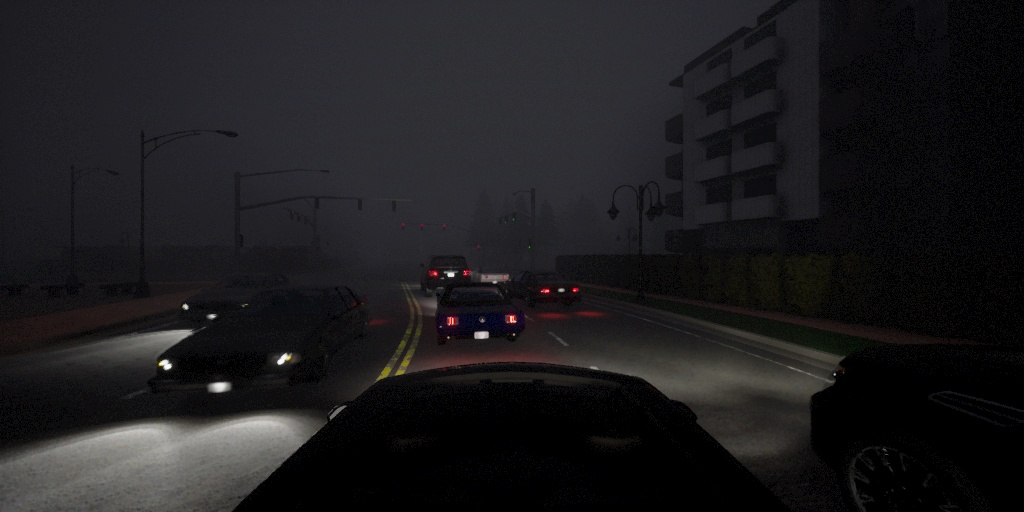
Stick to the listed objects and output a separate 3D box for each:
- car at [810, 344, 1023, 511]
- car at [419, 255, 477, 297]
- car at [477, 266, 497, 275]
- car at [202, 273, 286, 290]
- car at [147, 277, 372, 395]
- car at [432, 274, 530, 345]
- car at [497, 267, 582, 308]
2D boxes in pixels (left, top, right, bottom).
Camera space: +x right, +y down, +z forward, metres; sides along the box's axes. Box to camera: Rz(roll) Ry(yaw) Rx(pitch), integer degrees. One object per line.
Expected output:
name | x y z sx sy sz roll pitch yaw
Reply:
car | 3.456 0.965 0.482 2.150 2.045 5.566 0 -1 1
car | -3.614 0.971 19.025 2.150 2.045 5.566 0 0 -18
car | -1.696 1.351 24.630 1.895 1.301 4.718 0 0 -16
car | -9.033 1.298 12.517 2.033 1.411 5.357 0 0 -16
car | -4.209 1.297 7.227 2.033 1.411 5.357 0 0 -10
car | -1.078 1.351 9.590 1.895 1.301 4.718 0 0 -12
car | 1.095 1.297 15.445 2.033 1.411 5.357 0 0 -16
